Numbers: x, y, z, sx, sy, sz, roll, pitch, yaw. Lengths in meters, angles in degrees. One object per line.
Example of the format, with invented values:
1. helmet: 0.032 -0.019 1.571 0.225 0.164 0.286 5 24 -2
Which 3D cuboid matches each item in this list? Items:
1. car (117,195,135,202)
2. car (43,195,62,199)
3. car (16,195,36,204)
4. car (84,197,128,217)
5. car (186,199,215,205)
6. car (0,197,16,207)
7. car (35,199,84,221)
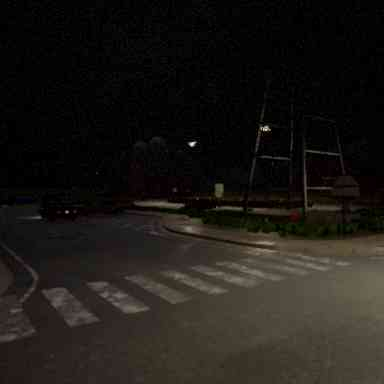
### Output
1. car: -12.326 1.316 58.052 4.605 1.855 1.932 0 0 -36
2. car: -17.011 1.315 42.003 3.866 1.878 1.905 0 0 -36
3. car: -31.298 1.482 61.543 4.611 1.667 2.242 0 0 -36
4. car: -8.595 1.508 31.455 4.193 1.474 1.816 0 0 -36
5. car: 1.087 1.527 40.012 3.905 1.438 1.784 0 0 -36
6. car: -29.244 1.526 51.849 1.812 1.442 4.674 0 0 -37
7. car: -10.900 1.549 27.041 2.033 1.411 5.357 0 0 -37
